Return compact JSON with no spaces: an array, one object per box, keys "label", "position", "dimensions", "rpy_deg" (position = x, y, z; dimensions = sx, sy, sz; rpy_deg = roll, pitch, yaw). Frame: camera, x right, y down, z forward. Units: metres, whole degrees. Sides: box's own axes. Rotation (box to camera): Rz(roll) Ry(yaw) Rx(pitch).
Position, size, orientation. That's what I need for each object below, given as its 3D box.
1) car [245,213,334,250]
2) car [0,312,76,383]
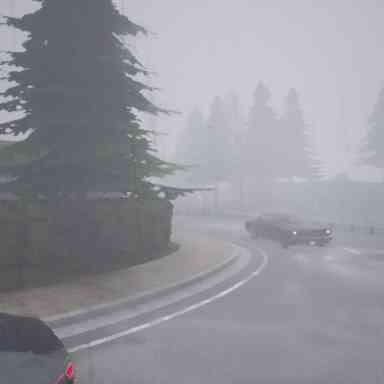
[{"label":"car","position":[4.113,1.644,14.827],"dimensions":[1.895,1.301,4.718],"rpy_deg":[0,0,-13]},{"label":"car","position":[-2.911,1.588,2.065],"dimensions":[4.181,1.385,1.994],"rpy_deg":[0,0,-37]}]
